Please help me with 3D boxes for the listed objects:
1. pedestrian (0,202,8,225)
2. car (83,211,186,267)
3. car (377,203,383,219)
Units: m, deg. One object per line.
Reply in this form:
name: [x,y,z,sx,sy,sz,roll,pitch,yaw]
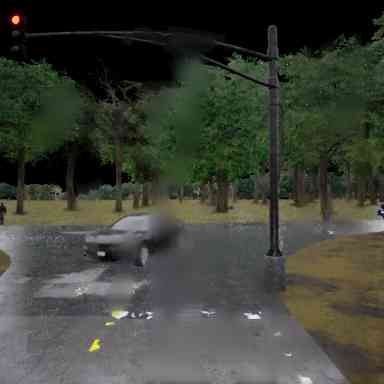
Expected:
pedestrian: [-15.239,1.718,26.772,0.375,1.860,0.375,0,-1,0]
car: [-1.774,1.490,11.825,1.882,1.535,5.008,-1,0,19]
car: [15.911,1.000,23.009,5.566,2.045,2.150,-1,-2,0]
